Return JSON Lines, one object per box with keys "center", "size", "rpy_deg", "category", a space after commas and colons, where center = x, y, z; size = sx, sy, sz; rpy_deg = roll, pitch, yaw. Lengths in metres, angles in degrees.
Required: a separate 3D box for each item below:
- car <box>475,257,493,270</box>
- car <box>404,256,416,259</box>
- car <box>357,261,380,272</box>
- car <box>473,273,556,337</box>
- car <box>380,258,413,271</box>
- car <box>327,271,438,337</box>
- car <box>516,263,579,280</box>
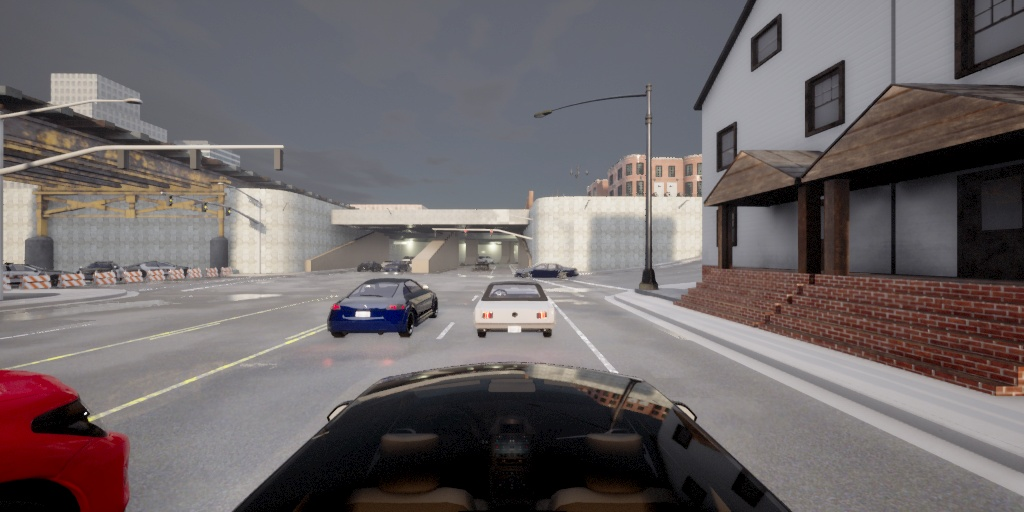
{"center": [-4.326, 1.241, 52.619], "size": [2.128, 1.511, 4.902], "rpy_deg": [0, 0, -1], "category": "car"}
{"center": [-15.092, 1.241, 55.958], "size": [2.128, 1.511, 4.902], "rpy_deg": [0, 0, -1], "category": "car"}
{"center": [-18.345, 1.314, 46.267], "size": [1.994, 1.385, 4.181], "rpy_deg": [0, 0, -1], "category": "car"}
{"center": [0.070, 1.351, 10.239], "size": [1.895, 1.301, 4.718], "rpy_deg": [0, 0, 0], "category": "car"}
{"center": [-14.848, 1.297, 46.355], "size": [2.033, 1.411, 5.357], "rpy_deg": [0, 0, -1], "category": "car"}
{"center": [-3.432, 1.314, 10.284], "size": [1.994, 1.385, 4.181], "rpy_deg": [0, 0, 0], "category": "car"}
{"center": [2.944, 1.312, 30.559], "size": [5.357, 1.411, 2.033], "rpy_deg": [0, 0, 8], "category": "car"}
